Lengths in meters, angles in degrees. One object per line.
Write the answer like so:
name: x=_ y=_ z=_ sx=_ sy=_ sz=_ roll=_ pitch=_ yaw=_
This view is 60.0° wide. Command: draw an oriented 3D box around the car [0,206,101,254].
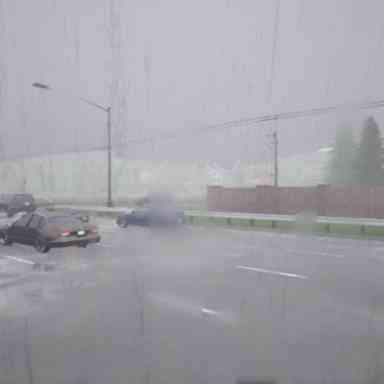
car: x=-5.954 y=1.521 z=13.532 sx=5.357 sy=1.411 sz=2.033 roll=0 pitch=0 yaw=39

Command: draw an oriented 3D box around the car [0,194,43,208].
car: x=-16.580 y=1.178 z=30.944 sx=5.566 sy=2.045 sz=2.150 roll=0 pitch=0 yaw=39

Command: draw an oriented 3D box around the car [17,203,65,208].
car: x=-8.279 y=1.561 z=19.859 sx=4.718 sy=1.301 sz=1.895 roll=0 pitch=0 yaw=39

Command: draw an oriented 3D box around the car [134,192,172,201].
car: x=-5.520 y=1.073 z=46.981 sx=5.566 sy=2.045 sz=2.150 roll=0 pitch=0 yaw=-24

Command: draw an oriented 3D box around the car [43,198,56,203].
car: x=-20.150 y=1.452 z=43.204 sx=4.674 sy=1.442 sz=1.812 roll=0 pitch=0 yaw=-3

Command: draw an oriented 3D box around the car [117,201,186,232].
car: x=-2.446 y=1.462 z=19.671 sx=4.674 sy=1.442 sz=1.812 roll=0 pitch=0 yaw=38
